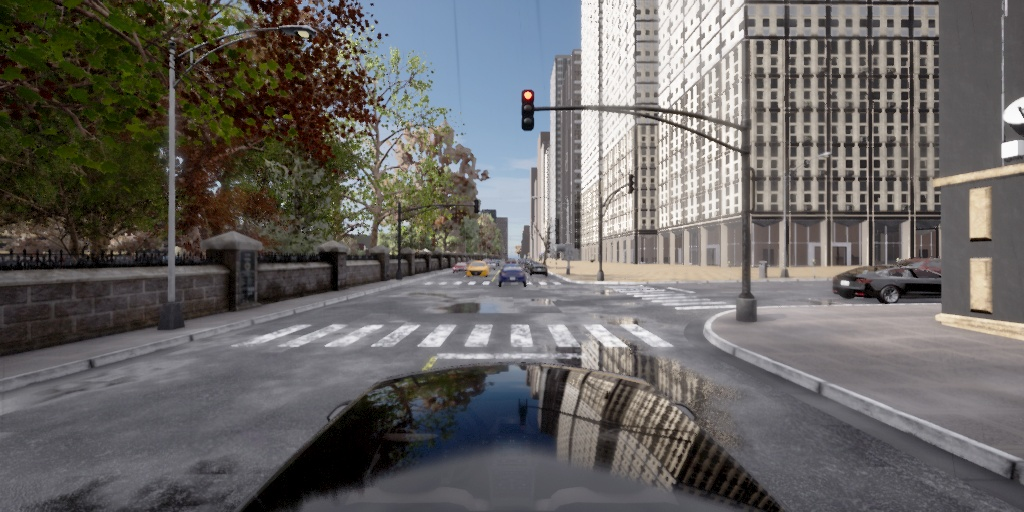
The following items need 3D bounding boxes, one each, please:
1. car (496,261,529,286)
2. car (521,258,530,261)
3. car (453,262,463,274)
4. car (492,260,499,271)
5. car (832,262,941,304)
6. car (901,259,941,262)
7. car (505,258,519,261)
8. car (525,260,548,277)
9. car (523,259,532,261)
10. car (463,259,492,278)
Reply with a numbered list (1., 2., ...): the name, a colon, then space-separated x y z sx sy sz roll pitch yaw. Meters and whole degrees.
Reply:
1. car: 0.028 1.280 25.240 1.812 1.442 4.674 0 0 0
2. car: 2.548 1.333 47.357 1.948 1.339 4.313 0 0 0
3. car: -5.815 1.345 41.699 1.802 1.307 4.207 0 0 0
4. car: -3.240 1.371 50.569 1.895 1.301 4.718 0 0 0
5. car: 14.649 1.025 13.547 4.313 1.339 1.948 0 0 0
6. car: 22.062 0.882 19.403 4.674 1.442 1.812 -1 0 0
7. car: -0.194 1.136 64.140 2.097 1.767 4.553 0 0 0
8. car: 2.583 1.326 36.092 1.948 1.339 4.313 0 0 0
9. car: 2.566 1.329 41.725 1.948 1.339 4.313 0 0 0
10. car: -3.199 1.237 34.257 1.882 1.535 5.008 0 1 0
